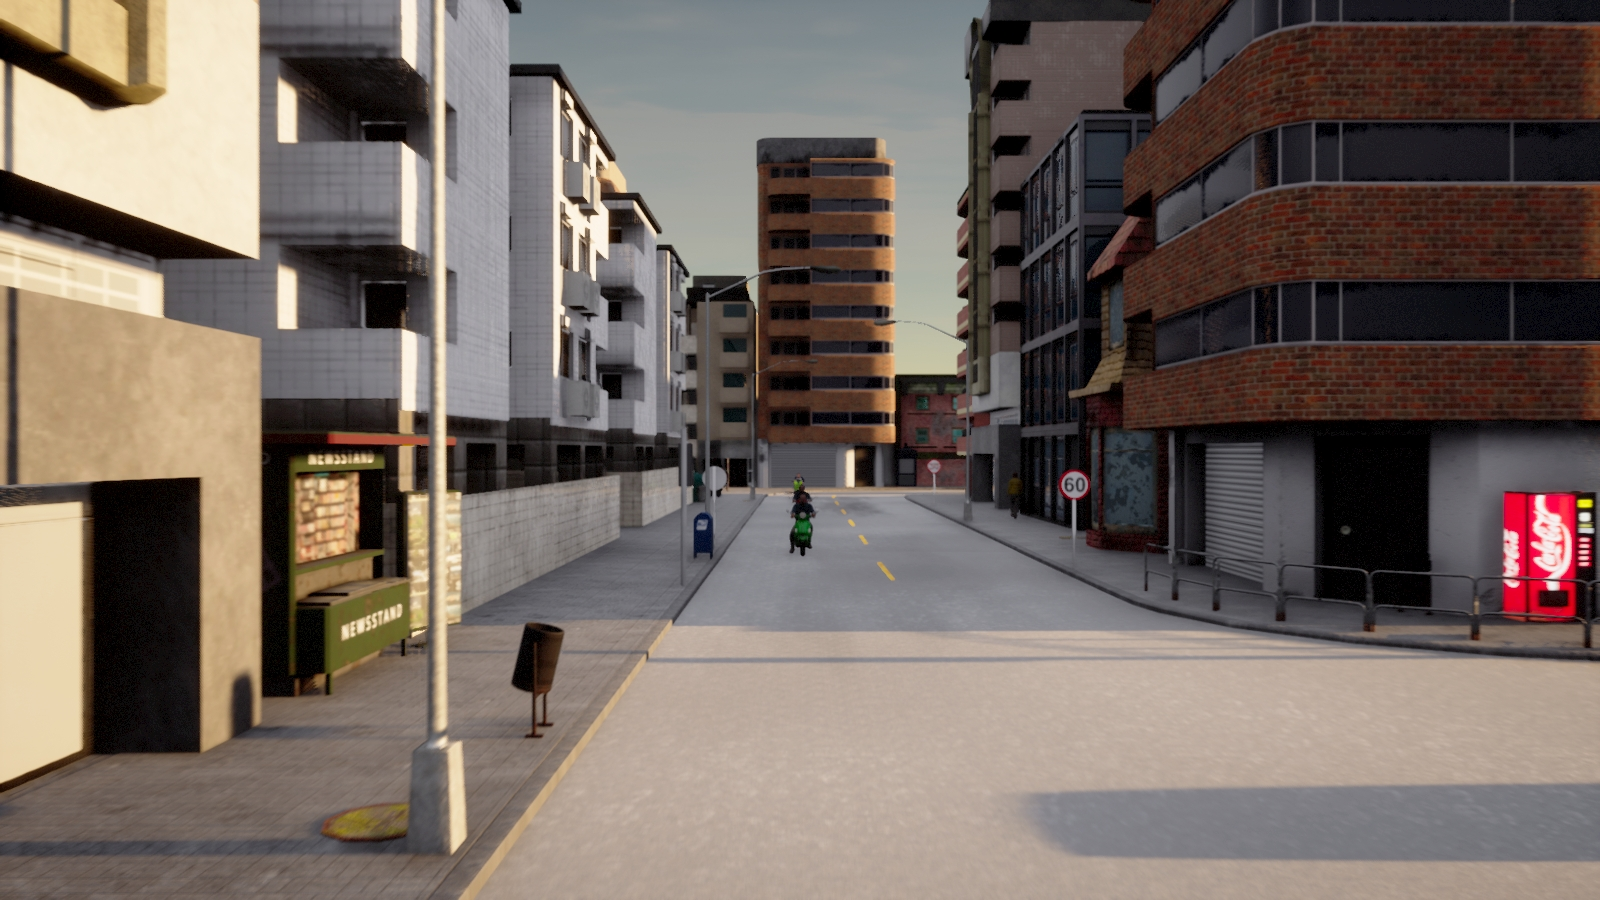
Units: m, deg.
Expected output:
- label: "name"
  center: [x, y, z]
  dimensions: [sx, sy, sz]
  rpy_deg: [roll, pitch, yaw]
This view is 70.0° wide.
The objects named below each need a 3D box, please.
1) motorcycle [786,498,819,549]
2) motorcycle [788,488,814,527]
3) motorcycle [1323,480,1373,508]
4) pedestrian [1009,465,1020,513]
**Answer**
- label: "motorcycle"
  center: [0.064, 1.962, 30.795]
  dimensions: [0.856, 1.236, 1.805]
  rpy_deg: [0, 0, 0]
- label: "motorcycle"
  center: [0.047, 1.962, 39.130]
  dimensions: [0.856, 1.236, 1.805]
  rpy_deg: [0, 0, 0]
- label: "motorcycle"
  center: [24.394, 1.962, 50.857]
  dimensions: [1.805, 1.236, 0.856]
  rpy_deg: [0, 0, 2]
- label: "pedestrian"
  center: [8.332, 1.523, 44.407]
  dimensions: [0.375, 1.860, 0.375]
  rpy_deg: [0, 0, 3]
